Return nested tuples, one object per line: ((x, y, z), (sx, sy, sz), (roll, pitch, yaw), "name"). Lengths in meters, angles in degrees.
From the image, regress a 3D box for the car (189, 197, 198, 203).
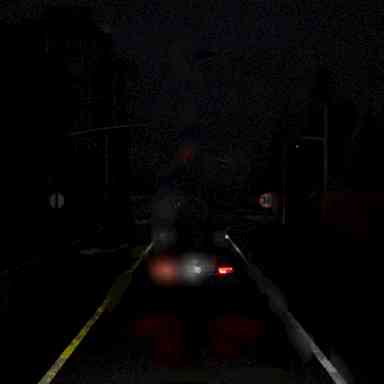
((0.244, 1.601, 69.643), (1.895, 1.301, 4.718), (0, 0, 0), "car")

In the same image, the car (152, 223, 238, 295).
((0.077, 1.547, 8.870), (2.033, 1.411, 5.357), (0, 0, 0), "car")

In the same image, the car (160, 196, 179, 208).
((-3.495, 1.491, 48.300), (2.128, 1.511, 4.902), (0, 0, 0), "car")

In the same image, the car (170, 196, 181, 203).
((-3.359, 1.547, 68.884), (2.033, 1.411, 5.357), (0, 0, 0), "car")

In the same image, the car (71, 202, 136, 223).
((-6.741, 1.515, 25.466), (4.892, 1.490, 1.837), (-1, -1, 8), "car")
